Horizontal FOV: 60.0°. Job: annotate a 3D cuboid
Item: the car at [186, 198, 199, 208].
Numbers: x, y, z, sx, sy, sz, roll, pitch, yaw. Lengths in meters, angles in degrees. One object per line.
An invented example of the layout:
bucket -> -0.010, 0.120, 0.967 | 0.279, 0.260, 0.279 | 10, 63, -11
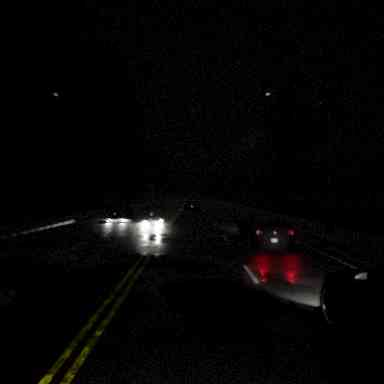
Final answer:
car -> 0.116, 1.807, 56.163 | 2.033, 1.411, 5.357 | 0, 0, 0

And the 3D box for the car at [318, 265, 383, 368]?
car -> 3.252, 1.572, 4.307 | 1.994, 1.385, 4.181 | 0, 0, 0

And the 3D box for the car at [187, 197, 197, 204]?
car -> 0.020, 1.940, 73.587 | 2.033, 1.411, 5.357 | 0, -1, 0

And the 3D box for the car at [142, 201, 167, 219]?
car -> -3.318, 1.590, 29.810 | 2.128, 1.511, 4.902 | 0, 0, 0

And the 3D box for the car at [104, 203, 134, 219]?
car -> -6.567, 1.665, 30.275 | 1.994, 1.385, 4.181 | 0, 0, 0

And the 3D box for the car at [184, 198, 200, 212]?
car -> 0.009, 1.734, 42.371 | 1.994, 1.385, 4.181 | 0, 0, 0

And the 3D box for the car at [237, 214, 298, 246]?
car -> 3.255, 1.638, 15.338 | 1.895, 1.301, 4.718 | 0, 0, 0
